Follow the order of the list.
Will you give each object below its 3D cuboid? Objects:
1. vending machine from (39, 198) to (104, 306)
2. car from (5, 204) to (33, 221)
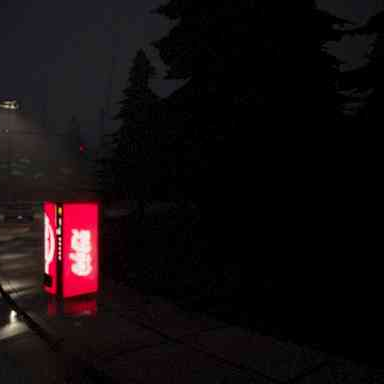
[{"bbox_3d":[-2.606,1.191,7.209,1.100,2.100,0.880,0,0,-39],"label":"vending machine"},{"bbox_3d":[-14.034,1.595,26.933,1.895,1.301,4.718,0,0,-29],"label":"car"}]
